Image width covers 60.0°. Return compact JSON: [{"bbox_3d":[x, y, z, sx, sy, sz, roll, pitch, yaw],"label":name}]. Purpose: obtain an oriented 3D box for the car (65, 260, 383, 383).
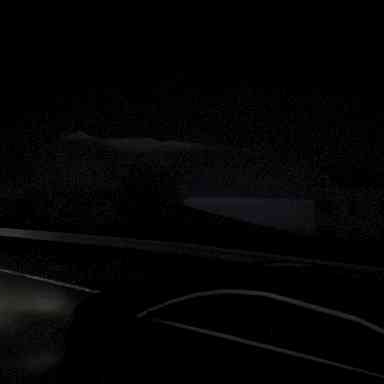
[{"bbox_3d":[0.748,1.477,3.279,4.902,1.511,2.128,0,0,35],"label":"car"}]
